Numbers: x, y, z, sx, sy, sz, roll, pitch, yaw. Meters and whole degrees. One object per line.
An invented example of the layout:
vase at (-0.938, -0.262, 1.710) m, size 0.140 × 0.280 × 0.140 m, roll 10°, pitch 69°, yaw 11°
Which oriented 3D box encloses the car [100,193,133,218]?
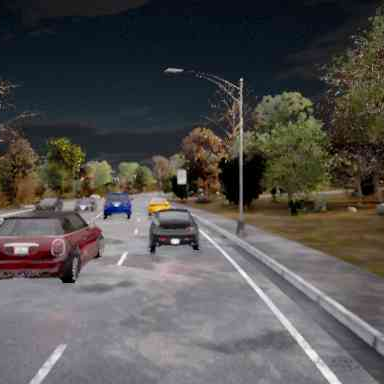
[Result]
car at (-6.226, 1.088, 28.262) m, size 2.150 × 2.045 × 5.566 m, roll 0°, pitch 0°, yaw -9°

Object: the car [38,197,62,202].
car at (-14.533, 1.324, 34.229) m, size 1.882 × 1.535 × 5.008 m, roll 0°, pitch 0°, yaw -10°

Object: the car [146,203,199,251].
car at (-0.800, 1.436, 13.839) m, size 1.837 × 1.490 × 4.892 m, roll 0°, pitch 0°, yaw -5°

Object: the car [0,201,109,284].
car at (-3.945, 1.311, 9.532) m, size 2.097 × 1.767 × 4.553 m, roll 0°, pitch 0°, yaw -4°

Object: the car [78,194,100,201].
car at (-11.133, 1.330, 35.104) m, size 2.128 × 1.511 × 4.902 m, roll 0°, pitch 0°, yaw -10°

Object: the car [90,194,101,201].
car at (-21.827, 1.144, 75.149) m, size 1.812 × 1.442 × 4.674 m, roll 0°, pitch 0°, yaw -9°

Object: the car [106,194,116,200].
car at (-18.367, 1.167, 75.678) m, size 1.994 × 1.385 × 4.181 m, roll 0°, pitch 0°, yaw -9°

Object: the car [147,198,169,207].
car at (-3.159, 1.326, 31.108) m, size 1.882 × 1.535 × 5.008 m, roll 0°, pitch 0°, yaw -9°
